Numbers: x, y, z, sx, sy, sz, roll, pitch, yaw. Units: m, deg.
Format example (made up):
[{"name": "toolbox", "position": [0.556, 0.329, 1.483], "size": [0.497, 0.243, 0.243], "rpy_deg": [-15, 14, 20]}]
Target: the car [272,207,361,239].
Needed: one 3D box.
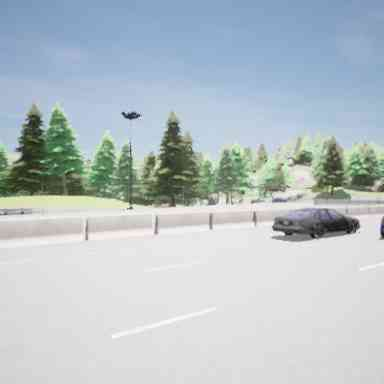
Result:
[{"name": "car", "position": [6.402, 1.494, 16.911], "size": [5.357, 1.411, 2.033], "rpy_deg": [0, 0, -35]}]

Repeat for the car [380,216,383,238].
[{"name": "car", "position": [10.991, 1.302, 15.887], "size": [4.553, 1.767, 2.097], "rpy_deg": [0, 0, -35]}]
